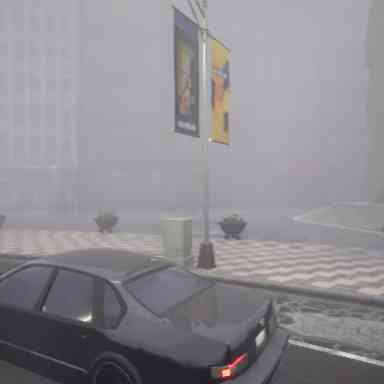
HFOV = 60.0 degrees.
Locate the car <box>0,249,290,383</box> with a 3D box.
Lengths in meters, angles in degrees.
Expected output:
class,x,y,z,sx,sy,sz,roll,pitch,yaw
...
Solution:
class,x,y,z,sx,sy,sz,roll,pitch,yaw
car,-1.496,1.554,4.610,5.357,1.411,2.033,0,0,29
